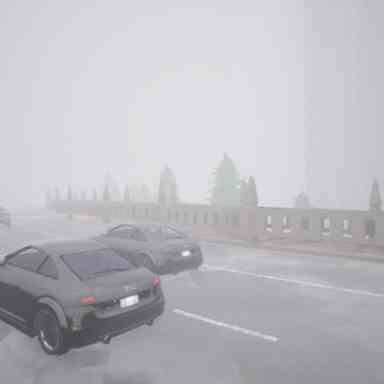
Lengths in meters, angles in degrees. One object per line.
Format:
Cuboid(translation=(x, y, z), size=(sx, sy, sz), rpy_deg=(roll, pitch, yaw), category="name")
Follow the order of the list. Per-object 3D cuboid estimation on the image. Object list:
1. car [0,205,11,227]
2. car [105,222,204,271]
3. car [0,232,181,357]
Cuboid(translation=(-13.829, 1.621, 22.989), size=(2.033, 1.411, 5.357), rpy_deg=(0, 0, -37), category="car")
Cuboid(translation=(-1.677, 1.600, 10.110), size=(4.181, 1.385, 1.994), rpy_deg=(0, 0, 41), category="car")
Cuboid(translation=(-2.476, 1.585, 6.190), size=(4.181, 1.385, 1.994), rpy_deg=(0, 0, 39), category="car")
